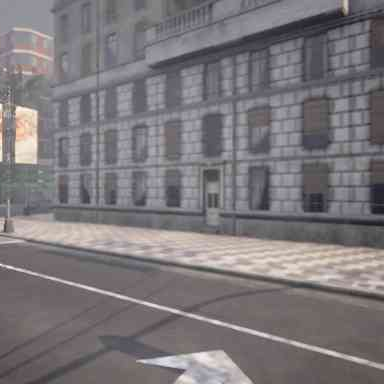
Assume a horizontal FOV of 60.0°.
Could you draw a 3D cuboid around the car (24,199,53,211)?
[{"bbox_3d":[-17.168,1.495,38.590,1.994,1.385,4.181,0,0,35],"label":"car"}]
